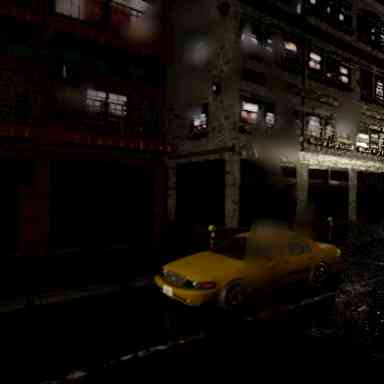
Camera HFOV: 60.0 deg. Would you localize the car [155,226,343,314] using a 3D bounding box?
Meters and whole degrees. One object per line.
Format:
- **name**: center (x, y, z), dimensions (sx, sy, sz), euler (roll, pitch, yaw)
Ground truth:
- **car**: center (1.521, 1.505, 7.592), dimensions (4.829, 1.417, 1.752), euler (0, 1, -35)
